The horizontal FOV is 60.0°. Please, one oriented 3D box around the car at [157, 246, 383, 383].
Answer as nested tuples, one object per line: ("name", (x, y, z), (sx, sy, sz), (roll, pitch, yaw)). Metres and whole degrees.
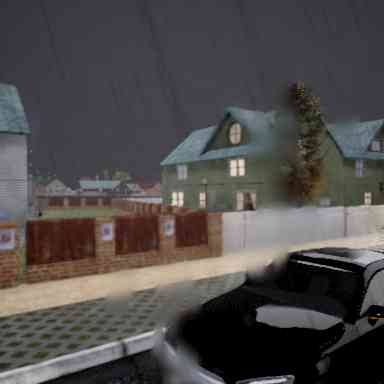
("car", (1.803, 1.523, 4.351), (4.674, 1.442, 1.812), (0, 0, -36))
